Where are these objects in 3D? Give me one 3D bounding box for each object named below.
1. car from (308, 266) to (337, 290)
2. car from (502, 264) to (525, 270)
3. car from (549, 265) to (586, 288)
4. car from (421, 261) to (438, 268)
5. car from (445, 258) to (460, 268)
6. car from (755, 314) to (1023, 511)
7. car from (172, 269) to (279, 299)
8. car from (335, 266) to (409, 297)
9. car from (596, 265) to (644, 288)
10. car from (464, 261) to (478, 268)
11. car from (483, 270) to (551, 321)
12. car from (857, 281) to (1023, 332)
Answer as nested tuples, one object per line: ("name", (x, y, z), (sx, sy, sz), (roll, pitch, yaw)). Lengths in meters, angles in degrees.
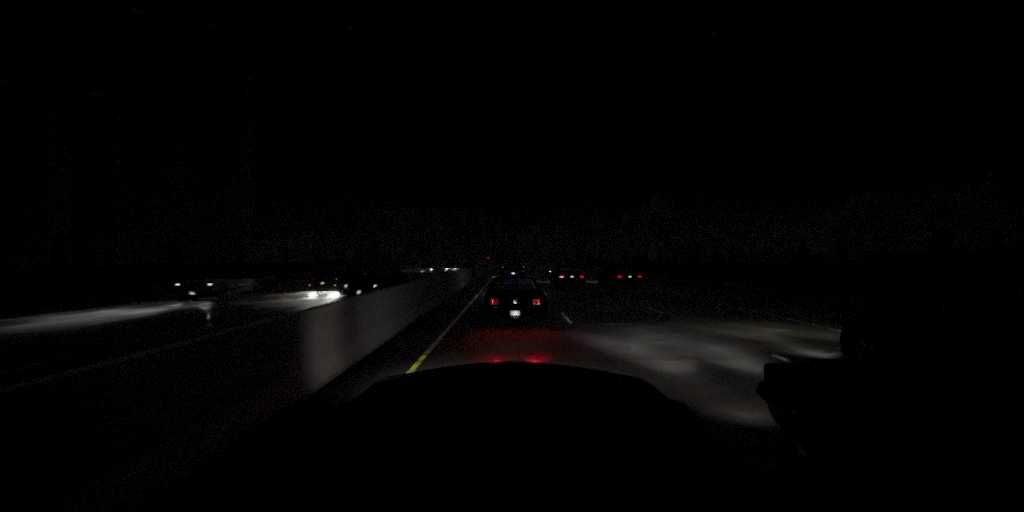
("car", (-10.601, 1.315, 22.020), (1.994, 1.385, 4.181), (0, 0, 0))
("car", (0.098, 1.320, 29.762), (1.994, 1.385, 4.181), (0, 0, 0))
("car", (3.598, 1.300, 23.984), (2.033, 1.411, 5.357), (0, 0, 0))
("car", (-14.038, 1.426, 61.025), (1.895, 1.301, 4.718), (0, 0, 1))
("car", (-10.529, 1.185, 63.575), (2.097, 1.767, 4.553), (0, 0, 1))
("car", (3.600, 1.351, 1.767), (1.895, 1.301, 4.718), (0, 0, 0))
("car", (-14.102, 1.350, 18.030), (1.895, 1.301, 4.718), (0, 0, 0))
("car", (-7.102, 1.298, 19.329), (2.033, 1.411, 5.357), (0, 0, 0))
("car", (7.098, 1.300, 24.080), (2.033, 1.411, 5.357), (0, 0, 0))
("car", (-7.043, 1.427, 61.380), (1.895, 1.301, 4.718), (0, 0, 1))
("car", (0.098, 1.350, 12.511), (1.895, 1.301, 4.718), (0, 0, 0))
("car", (7.099, 1.102, 4.706), (2.097, 1.767, 4.553), (0, 0, 0))
